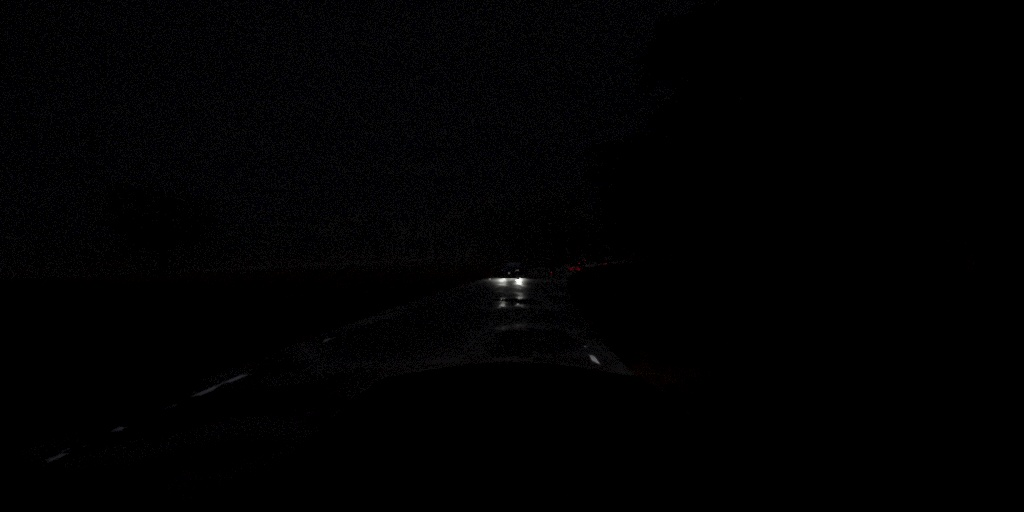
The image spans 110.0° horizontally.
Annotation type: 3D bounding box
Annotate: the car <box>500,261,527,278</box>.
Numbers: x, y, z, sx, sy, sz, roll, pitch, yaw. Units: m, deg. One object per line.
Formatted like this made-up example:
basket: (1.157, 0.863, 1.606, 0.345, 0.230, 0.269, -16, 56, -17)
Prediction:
car: (0.215, 1.200, 33.147, 1.812, 1.442, 4.674, 0, 0, 12)

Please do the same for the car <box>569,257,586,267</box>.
car: (10.725, 1.131, 58.269, 1.895, 1.301, 4.718, 0, 1, 22)

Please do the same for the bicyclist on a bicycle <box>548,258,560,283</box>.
bicyclist on a bicycle: (2.978, 1.087, 26.630, 0.659, 1.776, 1.843, 0, 0, 9)

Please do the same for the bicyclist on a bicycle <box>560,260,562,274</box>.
bicyclist on a bicycle: (4.660, 1.053, 35.321, 0.659, 1.776, 1.843, 0, 1, 12)
